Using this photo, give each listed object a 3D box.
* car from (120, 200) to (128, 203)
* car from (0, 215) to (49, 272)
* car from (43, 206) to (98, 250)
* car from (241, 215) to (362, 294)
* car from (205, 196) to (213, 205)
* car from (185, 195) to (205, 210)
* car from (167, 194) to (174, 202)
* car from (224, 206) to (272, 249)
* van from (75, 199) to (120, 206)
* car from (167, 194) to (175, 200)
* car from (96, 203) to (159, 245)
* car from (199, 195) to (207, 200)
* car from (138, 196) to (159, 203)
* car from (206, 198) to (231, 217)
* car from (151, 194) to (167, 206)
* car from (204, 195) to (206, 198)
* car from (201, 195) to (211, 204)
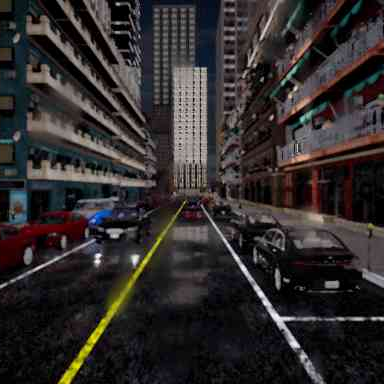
[{"bbox_3d":[-5.694,1.393,25.149,1.967,1.590,4.097,-1,0,0],"label":"car"},{"bbox_3d":[-5.696,1.528,8.579,1.887,1.381,4.507,-1,0,0],"label":"car"},{"bbox_3d":[-5.696,1.518,14.103,1.887,1.381,4.507,-1,0,0],"label":"car"},{"bbox_3d":[2.685,1.534,8.564,2.008,1.369,4.403,-1,0,0],"label":"car"},{"bbox_3d":[2.689,1.458,36.352,1.752,1.417,4.829,-1,0,0],"label":"car"},{"bbox_3d":[0.109,1.415,41.283,2.128,1.511,4.902,0,0,0],"label":"car"},{"bbox_3d":[-5.684,1.456,74.861,1.802,1.307,4.206,-1,0,0],"label":"car"},{"bbox_3d":[2.686,1.523,14.087,2.008,1.369,4.403,-1,0,0],"label":"car"},{"bbox_3d":[-5.696,1.304,19.626,1.690,1.788,3.998,-1,0,0],"label":"van"},{"bbox_3d":[-5.681,1.396,91.431,1.887,1.381,4.507,-1,0,0],"label":"car"},{"bbox_3d":[-3.020,1.463,15.492,2.128,1.511,4.902,0,0,1],"label":"car"},{"bbox_3d":[2.699,1.403,85.892,1.887,1.381,4.507,-1,0,0],"label":"car"},{"bbox_3d":[-5.690,1.491,41.720,1.947,1.339,4.313,-1,0,0],"label":"car"},{"bbox_3d":[2.689,1.493,30.658,2.008,1.369,4.403,-1,0,0],"label":"car"},{"bbox_3d":[-5.691,1.222,52.766,2.192,1.841,5.009,-1,0,0],"label":"car"},{"bbox_3d":[2.693,1.451,52.751,1.887,1.381,4.507,-1,0,0],"label":"car"},{"bbox_3d":[2.695,1.415,63.968,1.752,1.417,4.829,-1,0,0],"label":"car"}]
